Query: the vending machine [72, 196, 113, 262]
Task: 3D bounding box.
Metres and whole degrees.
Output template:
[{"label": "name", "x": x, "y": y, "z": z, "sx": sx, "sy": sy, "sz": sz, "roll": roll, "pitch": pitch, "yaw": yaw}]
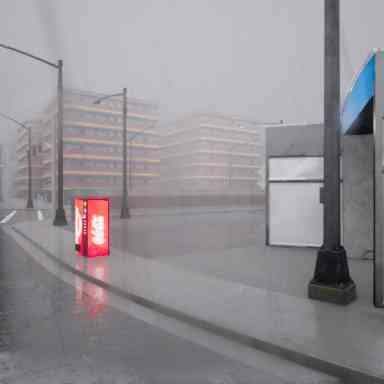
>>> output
[{"label": "vending machine", "x": -3.375, "y": 1.193, "z": 11.275, "sx": 1.100, "sy": 2.100, "sz": 0.880, "roll": 0, "pitch": 0, "yaw": -36}]
